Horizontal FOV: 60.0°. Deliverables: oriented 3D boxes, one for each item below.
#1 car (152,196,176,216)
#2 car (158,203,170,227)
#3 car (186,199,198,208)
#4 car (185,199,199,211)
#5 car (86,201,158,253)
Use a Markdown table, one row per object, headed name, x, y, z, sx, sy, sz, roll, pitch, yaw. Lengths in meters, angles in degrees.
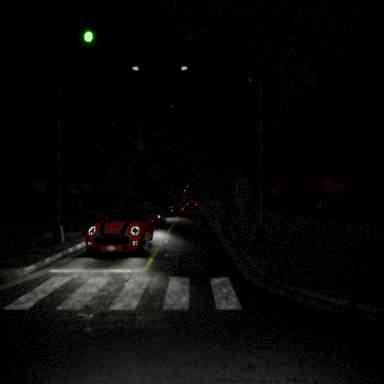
| name | x | y | z | sx | sy | sz | roll | pitch | yaw |
| --- | --- | --- | --- | --- | --- | --- | --- | --- | --- |
| car | -2.864 | 1.413 | 35.018 | 2.150 | 2.045 | 5.566 | 0 | 0 | 0 |
| car | -2.862 | 1.719 | 23.883 | 1.895 | 1.301 | 4.718 | 0 | 0 | 0 |
| car | -0.032 | 1.869 | 55.668 | 1.837 | 1.490 | 4.892 | 0 | -1 | 0 |
| car | -0.026 | 1.800 | 45.653 | 1.812 | 1.442 | 4.674 | 0 | 0 | 0 |
| car | -2.856 | 1.413 | 13.999 | 2.097 | 1.767 | 4.553 | 0 | 0 | 0 |
